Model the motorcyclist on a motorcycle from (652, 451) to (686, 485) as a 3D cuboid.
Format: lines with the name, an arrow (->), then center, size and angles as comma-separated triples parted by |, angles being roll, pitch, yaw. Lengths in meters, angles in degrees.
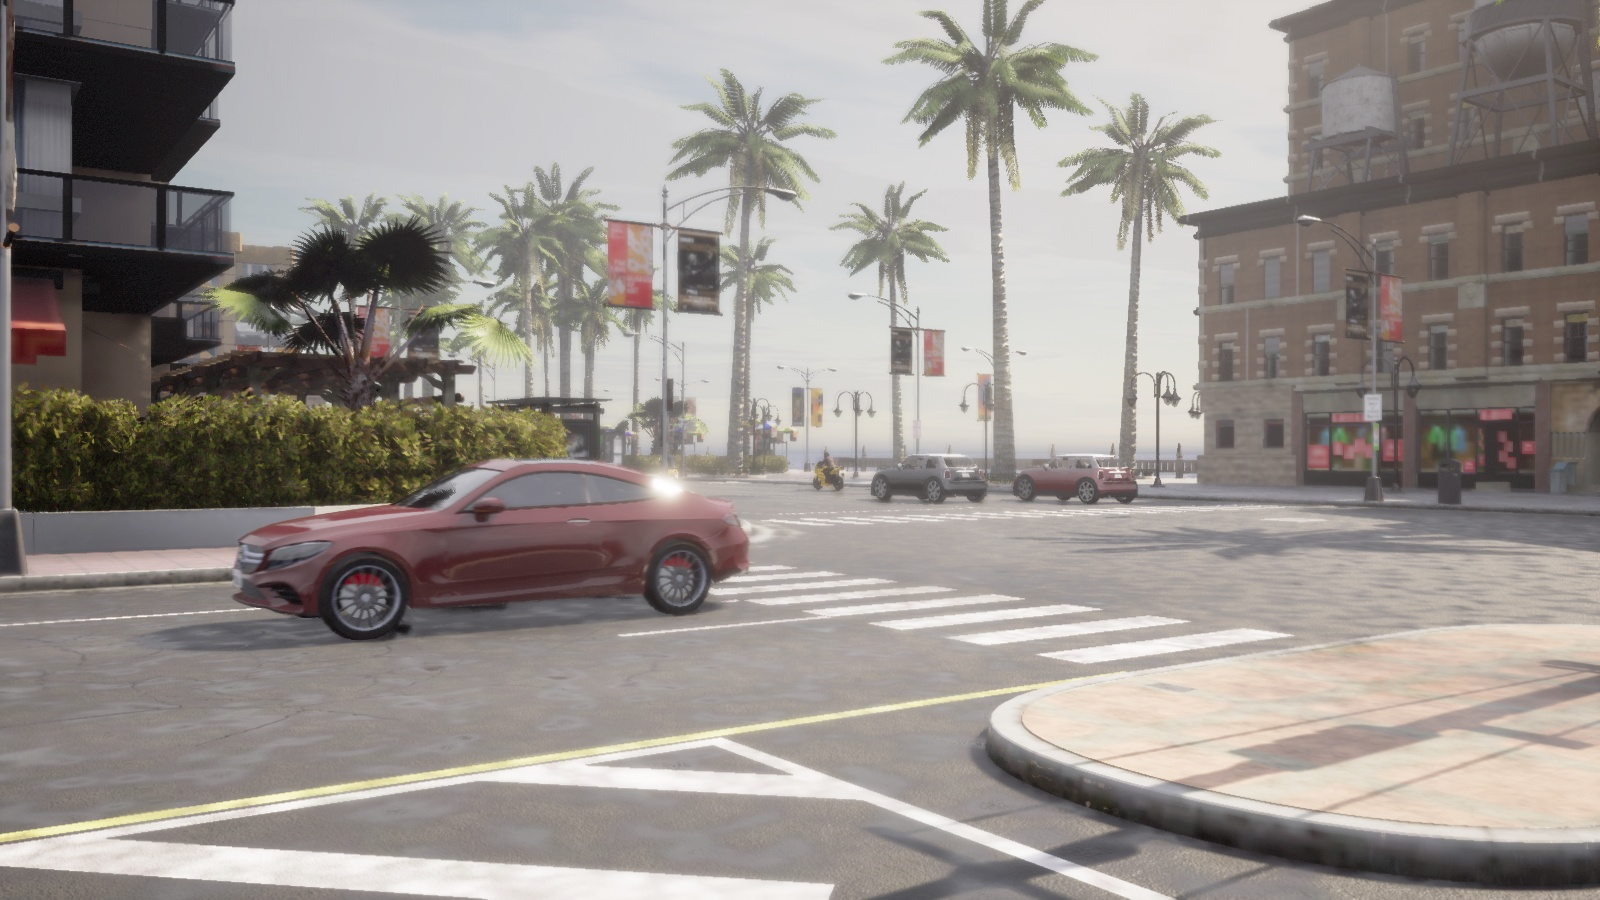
motorcyclist on a motorcycle -> -6.327, 0.859, 60.378 | 0.866, 1.590, 1.817 | 0, 0, -34

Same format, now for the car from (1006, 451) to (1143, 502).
car -> 8.412, 0.787, 38.708 | 1.970, 1.475, 3.806 | 0, 0, -34

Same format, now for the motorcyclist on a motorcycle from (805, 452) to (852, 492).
motorcyclist on a motorcycle -> 1.122, 0.845, 49.468 | 0.797, 1.523, 2.044 | 0, 0, -34

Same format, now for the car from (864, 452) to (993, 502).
car -> 3.943, 0.798, 39.045 | 1.970, 1.475, 3.806 | 0, 0, -34

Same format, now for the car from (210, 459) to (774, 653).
car -> -2.689, 0.811, 11.501 | 4.674, 1.442, 1.812 | 0, 0, -35
